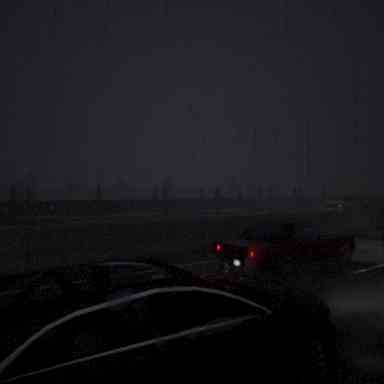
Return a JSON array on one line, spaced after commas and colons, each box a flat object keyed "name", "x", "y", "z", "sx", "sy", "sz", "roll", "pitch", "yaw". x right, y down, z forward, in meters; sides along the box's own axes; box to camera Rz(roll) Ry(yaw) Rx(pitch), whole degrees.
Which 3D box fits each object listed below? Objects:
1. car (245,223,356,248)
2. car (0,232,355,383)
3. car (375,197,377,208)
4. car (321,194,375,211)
[{"name": "car", "x": 3.004, "y": 1.600, "z": 10.191, "sx": 4.718, "sy": 1.301, "sz": 1.895, "roll": 0, "pitch": 0, "yaw": -36}, {"name": "car", "x": -0.472, "y": 1.492, "z": 3.411, "sx": 4.902, "sy": 1.511, "sz": 2.128, "roll": 0, "pitch": 0, "yaw": -36}, {"name": "car", "x": 19.869, "y": 1.219, "z": 39.616, "sx": 5.566, "sy": 2.045, "sz": 2.150, "roll": 0, "pitch": 0, "yaw": -35}, {"name": "car", "x": 14.625, "y": 1.217, "z": 31.604, "sx": 5.566, "sy": 2.045, "sz": 2.150, "roll": 0, "pitch": 0, "yaw": -35}]
